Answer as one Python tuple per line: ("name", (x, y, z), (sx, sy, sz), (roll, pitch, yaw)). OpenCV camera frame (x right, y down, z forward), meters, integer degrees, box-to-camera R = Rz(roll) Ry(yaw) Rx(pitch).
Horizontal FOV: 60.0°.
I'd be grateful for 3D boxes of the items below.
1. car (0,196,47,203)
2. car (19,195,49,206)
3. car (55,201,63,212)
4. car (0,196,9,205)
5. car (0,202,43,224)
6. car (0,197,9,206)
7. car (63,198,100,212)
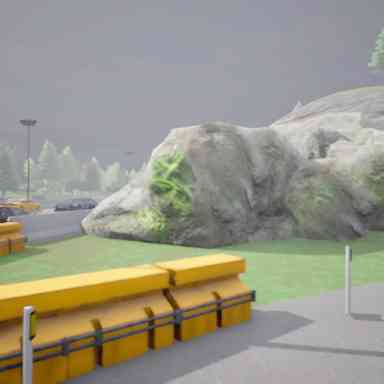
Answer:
("car", (-18.491, 1.490, 36.442), (1.882, 1.535, 5.008), (0, 0, 11))
("car", (-25.822, 1.381, 54.487), (2.097, 1.767, 4.553), (0, 0, 11))
("car", (-14.340, 1.611, 39.464), (1.994, 1.385, 4.181), (0, 0, 11))
("car", (-35.499, 1.495, 59.561), (2.128, 1.511, 4.902), (0, 0, 11))
("car", (-11.089, 1.546, 19.458), (2.033, 1.411, 5.357), (0, 0, 11))
("car", (-32.861, 1.591, 54.996), (1.895, 1.301, 4.718), (0, 0, 11))
("car", (-11.454, 1.404, 35.951), (2.097, 1.767, 4.553), (0, 0, 11))
